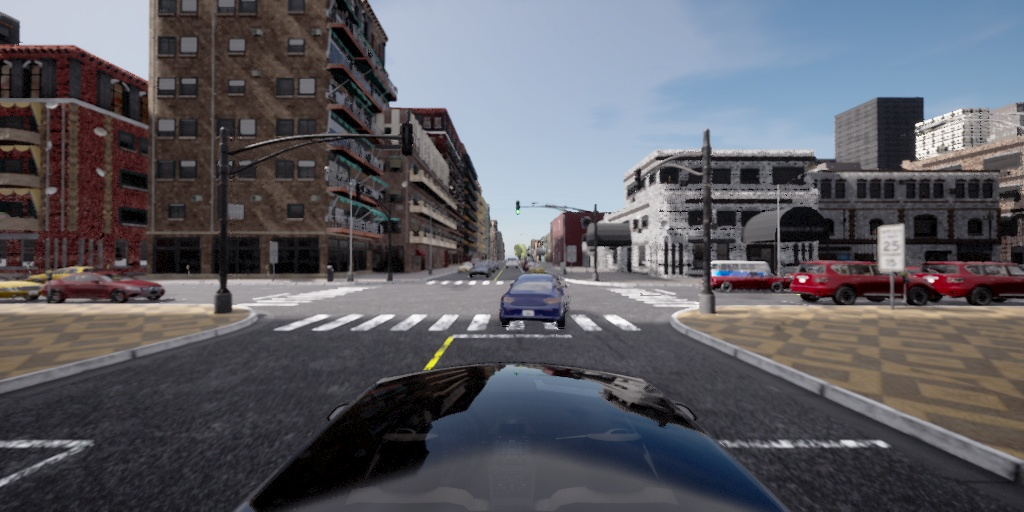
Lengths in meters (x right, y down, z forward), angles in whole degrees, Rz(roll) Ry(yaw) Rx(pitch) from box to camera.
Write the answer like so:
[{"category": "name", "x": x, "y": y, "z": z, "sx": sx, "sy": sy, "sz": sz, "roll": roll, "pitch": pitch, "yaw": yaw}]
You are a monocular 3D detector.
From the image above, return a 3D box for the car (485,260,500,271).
[{"category": "car", "x": -3.007, "y": 1.465, "z": 56.458, "sx": 2.128, "sy": 1.511, "sz": 4.902, "roll": 0, "pitch": 0, "yaw": 0}]

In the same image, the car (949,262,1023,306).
[{"category": "car", "x": 20.442, "y": 1.165, "z": 15.492, "sx": 5.009, "sy": 1.841, "sz": 2.192, "roll": 0, "pitch": 0, "yaw": 0}]

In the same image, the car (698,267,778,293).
[{"category": "car", "x": 13.755, "y": 1.476, "z": 21.271, "sx": 4.718, "sy": 1.301, "sz": 1.895, "roll": 0, "pitch": 0, "yaw": 0}]

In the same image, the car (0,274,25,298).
[{"category": "car", "x": -22.961, "y": 1.254, "z": 15.385, "sx": 4.829, "sy": 1.417, "sz": 1.751, "roll": 0, "pitch": 0, "yaw": 0}]

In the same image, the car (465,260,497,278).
[{"category": "car", "x": -3.064, "y": 1.431, "z": 36.227, "sx": 2.033, "sy": 1.411, "sz": 5.357, "roll": 0, "pitch": 0, "yaw": 3}]

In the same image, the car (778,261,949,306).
[{"category": "car", "x": 14.918, "y": 1.147, "z": 15.479, "sx": 5.009, "sy": 1.841, "sz": 2.192, "roll": 0, "pitch": 0, "yaw": 0}]

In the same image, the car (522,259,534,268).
[{"category": "car", "x": 2.686, "y": 1.527, "z": 50.457, "sx": 1.802, "sy": 1.307, "sz": 4.207, "roll": 0, "pitch": 0, "yaw": 0}]

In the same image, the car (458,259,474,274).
[{"category": "car", "x": -5.695, "y": 1.446, "z": 44.747, "sx": 1.751, "sy": 1.417, "sz": 4.829, "roll": 0, "pitch": 0, "yaw": 0}]

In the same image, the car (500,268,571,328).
[{"category": "car", "x": 0.856, "y": 1.301, "z": 11.475, "sx": 1.812, "sy": 1.442, "sz": 4.674, "roll": 0, "pitch": 0, "yaw": 11}]

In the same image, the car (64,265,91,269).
[{"category": "car", "x": -28.986, "y": 1.312, "z": 23.750, "sx": 4.829, "sy": 1.417, "sz": 1.751, "roll": 0, "pitch": 0, "yaw": 0}]

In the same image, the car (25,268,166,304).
[{"category": "car", "x": -17.468, "y": 1.322, "z": 15.399, "sx": 4.207, "sy": 1.307, "sz": 1.802, "roll": 0, "pitch": 0, "yaw": 0}]

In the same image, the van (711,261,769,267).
[{"category": "van", "x": 14.895, "y": 1.240, "z": 23.859, "sx": 3.998, "sy": 1.789, "sz": 1.690, "roll": 0, "pitch": 0, "yaw": 0}]

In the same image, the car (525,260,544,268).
[{"category": "car", "x": 2.687, "y": 1.422, "z": 39.549, "sx": 1.751, "sy": 1.417, "sz": 4.829, "roll": 0, "pitch": 0, "yaw": 0}]

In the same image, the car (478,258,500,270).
[{"category": "car", "x": -3.081, "y": 1.418, "z": 46.107, "sx": 2.128, "sy": 1.511, "sz": 4.902, "roll": 0, "pitch": 0, "yaw": 0}]

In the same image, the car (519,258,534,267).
[{"category": "car", "x": 2.686, "y": 1.286, "z": 55.996, "sx": 2.192, "sy": 1.841, "sz": 5.009, "roll": 0, "pitch": 0, "yaw": 0}]
